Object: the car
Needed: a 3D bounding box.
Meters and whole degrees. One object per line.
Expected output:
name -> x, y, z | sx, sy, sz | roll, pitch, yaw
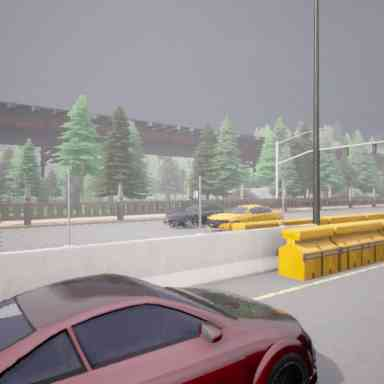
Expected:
car -> -0.672, 1.564, 3.266 | 4.181, 1.385, 1.994 | 0, 0, -36
